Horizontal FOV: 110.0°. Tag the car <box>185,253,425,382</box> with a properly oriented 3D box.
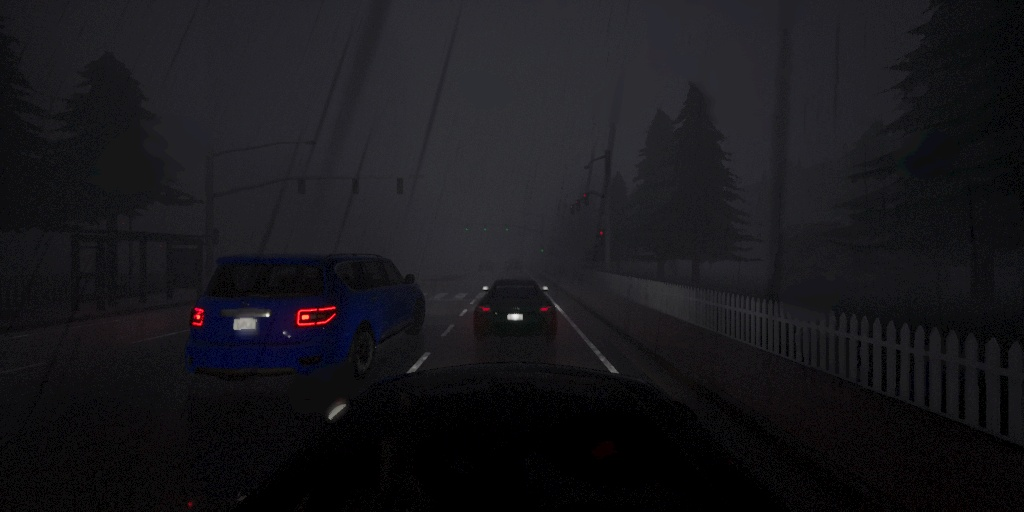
[{"bbox_3d":[-3.406,0.973,7.286,2.150,2.045,5.566,0,0,0],"label":"car"}]

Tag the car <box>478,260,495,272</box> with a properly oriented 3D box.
[{"bbox_3d":[-3.234,1.251,45.567,2.128,1.511,4.902,0,0,0],"label":"car"}]

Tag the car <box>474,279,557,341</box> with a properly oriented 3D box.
[{"bbox_3d":[0.092,1.316,9.941,1.994,1.385,4.181,0,0,1],"label":"car"}]

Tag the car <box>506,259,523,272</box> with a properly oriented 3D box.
[{"bbox_3d":[0.269,1.111,45.660,2.097,1.767,4.553,0,0,0],"label":"car"}]
